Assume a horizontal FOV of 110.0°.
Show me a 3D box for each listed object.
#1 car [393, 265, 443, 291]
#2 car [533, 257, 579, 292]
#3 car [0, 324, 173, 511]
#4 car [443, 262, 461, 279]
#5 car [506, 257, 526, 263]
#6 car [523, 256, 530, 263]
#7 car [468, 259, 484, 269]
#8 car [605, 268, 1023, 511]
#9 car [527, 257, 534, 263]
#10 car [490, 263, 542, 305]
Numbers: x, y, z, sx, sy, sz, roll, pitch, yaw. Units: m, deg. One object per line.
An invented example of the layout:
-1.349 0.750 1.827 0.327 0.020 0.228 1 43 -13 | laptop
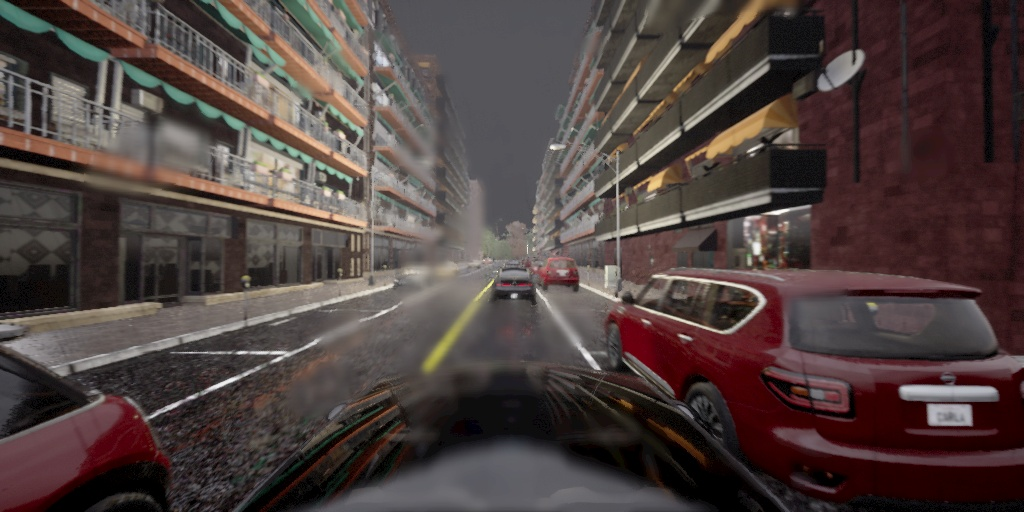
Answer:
-5.691 1.273 21.339 2.007 1.370 4.403 0 0 0 | car
2.690 1.038 21.307 2.192 1.841 5.009 0 0 0 | car
-3.098 1.104 0.180 2.097 1.767 4.553 0 0 0 | car
-5.693 1.234 32.306 1.751 1.417 4.829 0 0 0 | car
0.097 1.194 37.490 2.128 1.511 4.902 0 0 0 | car
2.686 1.004 49.147 2.192 1.841 5.009 0 0 0 | car
-5.696 1.208 54.576 1.751 1.417 4.829 0 0 0 | car
2.692 1.061 4.604 2.192 1.841 5.009 0 0 0 | car
2.687 1.149 32.443 1.967 1.591 4.097 0 0 0 | car
0.099 1.237 15.958 1.837 1.490 4.892 0 1 0 | car
